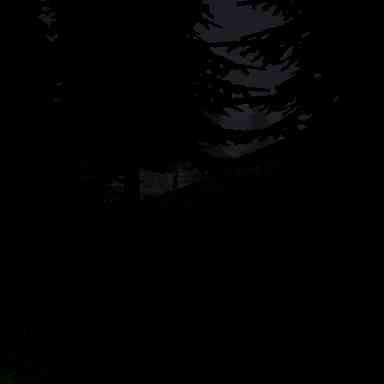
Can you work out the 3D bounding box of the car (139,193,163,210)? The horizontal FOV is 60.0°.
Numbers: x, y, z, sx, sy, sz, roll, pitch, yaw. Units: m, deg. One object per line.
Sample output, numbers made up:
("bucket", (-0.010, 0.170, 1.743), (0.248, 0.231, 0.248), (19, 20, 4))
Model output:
("car", (-5.924, 1.204, 40.045), (2.150, 2.045, 5.566), (0, 0, 37))
